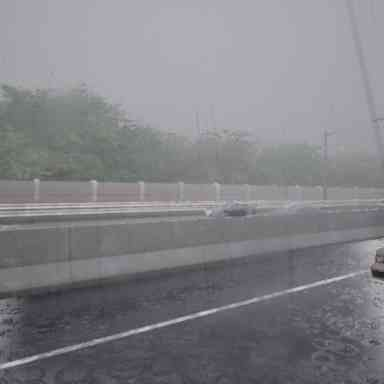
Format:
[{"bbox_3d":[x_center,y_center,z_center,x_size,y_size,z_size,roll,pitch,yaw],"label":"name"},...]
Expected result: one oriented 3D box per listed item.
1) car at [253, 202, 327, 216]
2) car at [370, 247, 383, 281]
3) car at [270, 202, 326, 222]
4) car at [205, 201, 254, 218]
[{"bbox_3d":[6.783,1.585,21.532,5.357,1.411,2.033,0,0,-35],"label":"car"},{"bbox_3d":[6.627,1.568,8.400,5.357,1.411,2.033,0,0,-35],"label":"car"},{"bbox_3d":[8.653,1.580,27.051,4.674,1.442,1.812,0,0,-34],"label":"car"},{"bbox_3d":[3.257,1.526,27.600,4.902,1.511,2.128,0,0,-35],"label":"car"}]
